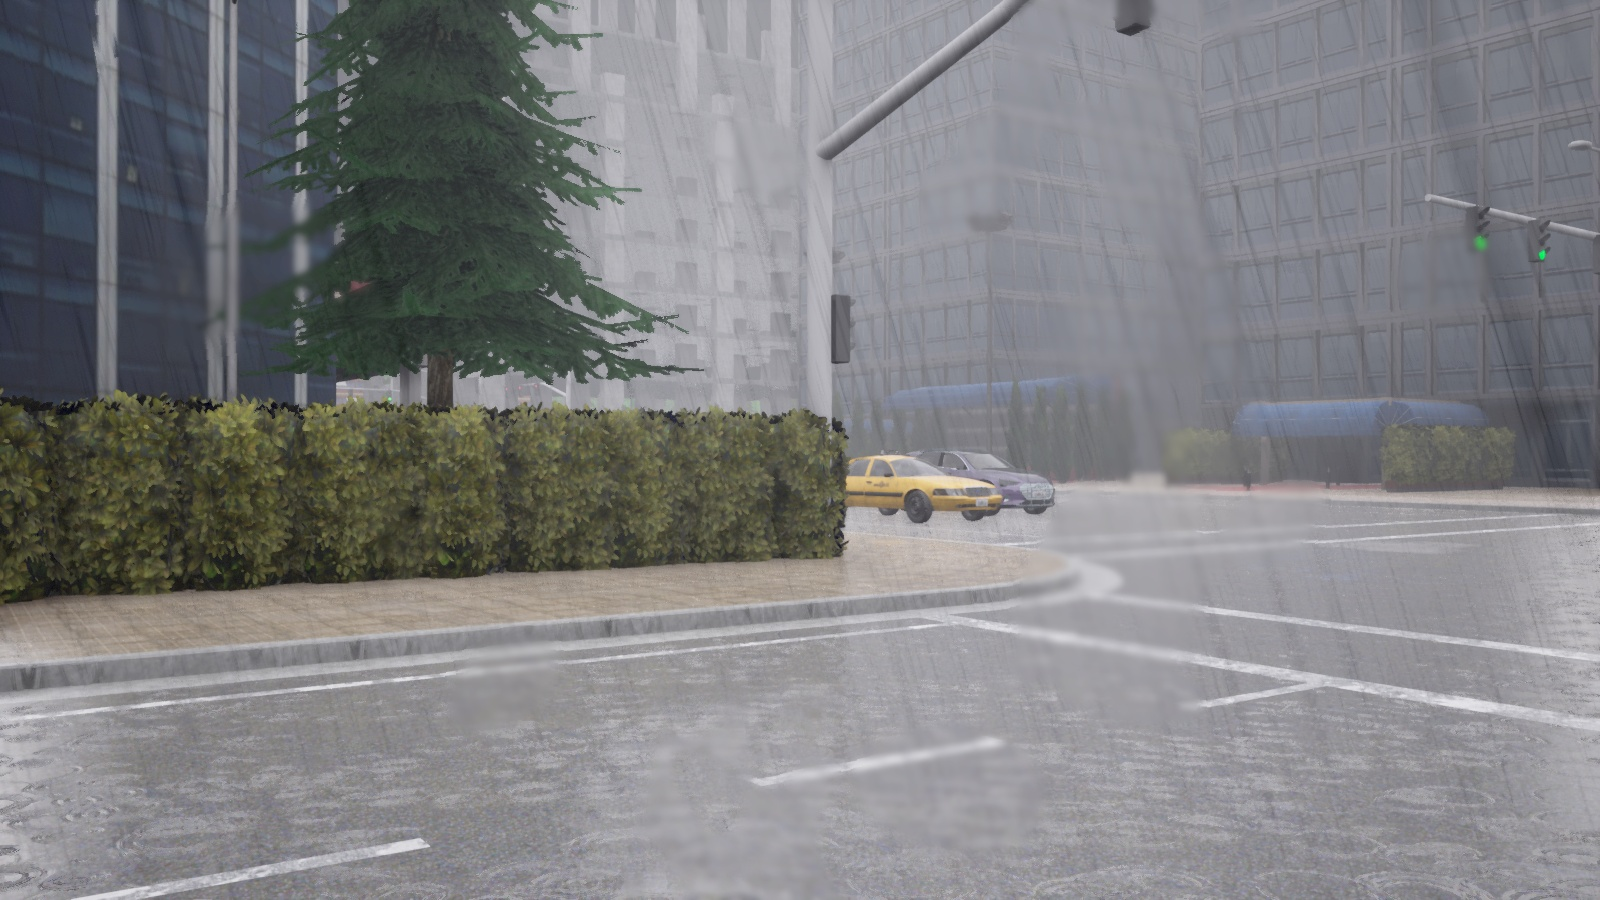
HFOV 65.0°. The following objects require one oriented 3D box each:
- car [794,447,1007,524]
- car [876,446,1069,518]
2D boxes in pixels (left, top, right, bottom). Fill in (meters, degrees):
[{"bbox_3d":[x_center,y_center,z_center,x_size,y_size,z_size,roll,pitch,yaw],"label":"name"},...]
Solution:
[{"bbox_3d":[2.143,0.754,28.551,1.801,1.575,5.366,0,-1,-35],"label":"car"},{"bbox_3d":[4.245,0.743,31.635,2.033,1.649,4.856,0,0,-35],"label":"car"}]
